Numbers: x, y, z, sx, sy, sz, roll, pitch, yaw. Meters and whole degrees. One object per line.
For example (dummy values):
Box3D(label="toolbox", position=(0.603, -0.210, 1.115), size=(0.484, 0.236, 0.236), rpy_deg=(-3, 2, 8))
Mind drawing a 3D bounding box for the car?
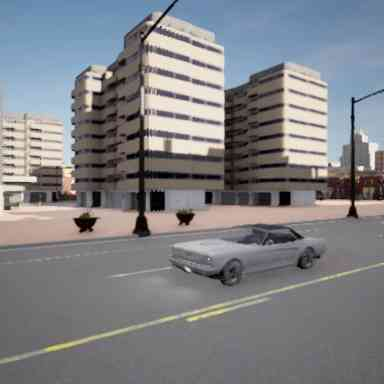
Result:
Box3D(label="car", position=(1.709, 1.609, 9.503), size=(4.718, 1.301, 1.895), rpy_deg=(0, 0, -35))
